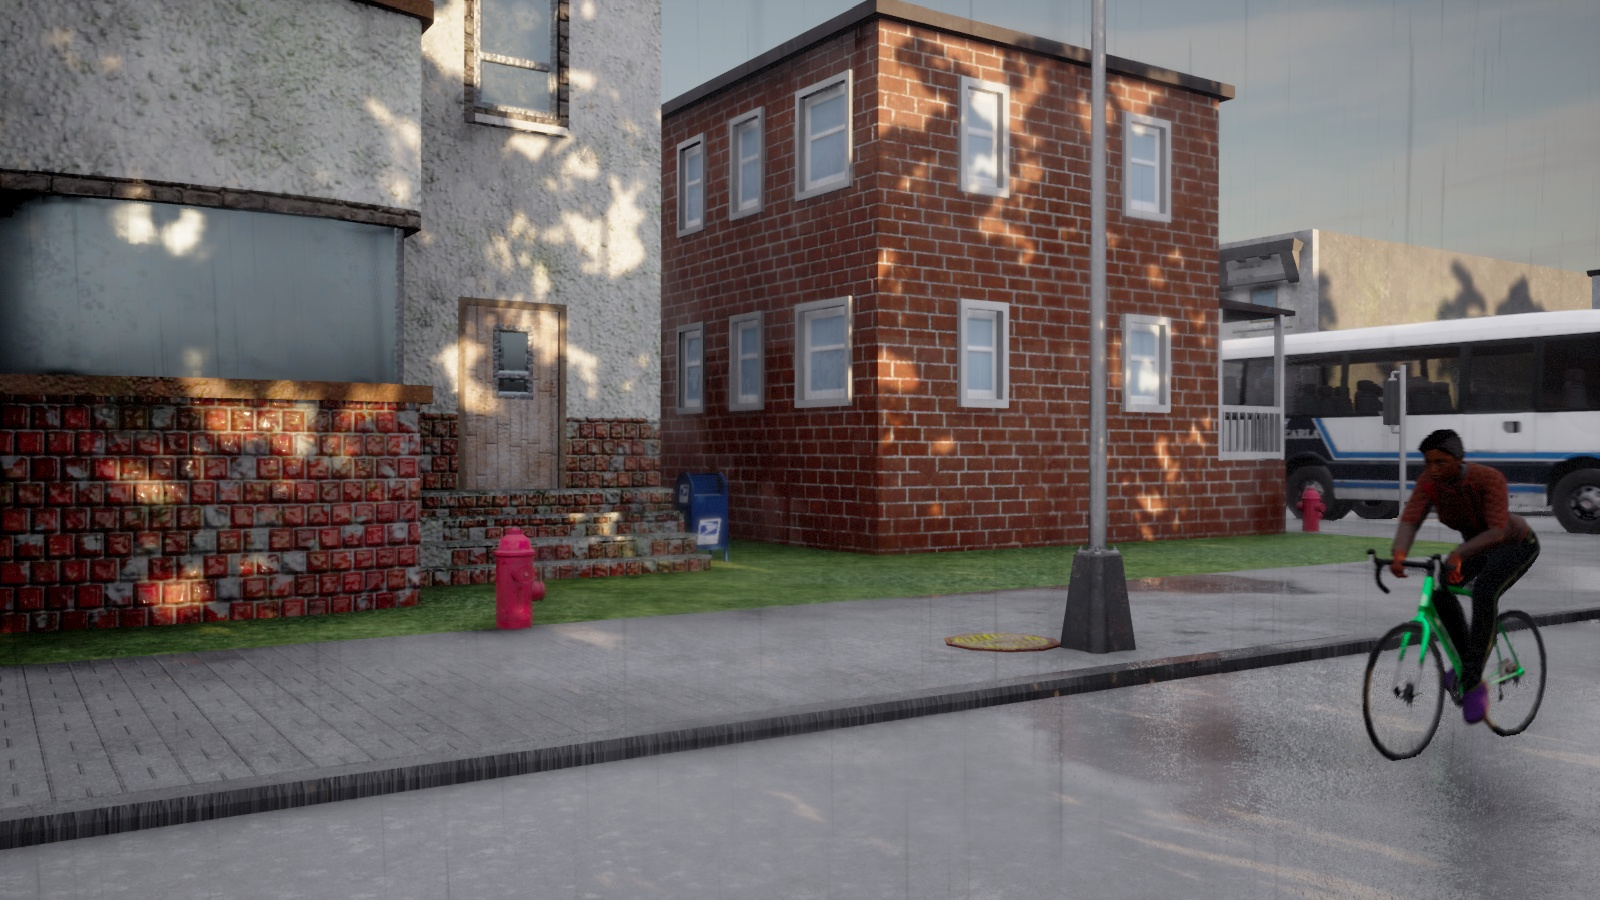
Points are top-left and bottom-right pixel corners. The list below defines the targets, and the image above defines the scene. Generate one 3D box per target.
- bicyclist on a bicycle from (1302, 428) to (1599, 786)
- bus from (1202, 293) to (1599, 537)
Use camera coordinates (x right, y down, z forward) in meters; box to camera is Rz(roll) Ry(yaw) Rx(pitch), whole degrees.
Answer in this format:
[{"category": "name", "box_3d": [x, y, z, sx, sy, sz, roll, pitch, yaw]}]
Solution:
[{"category": "bicyclist on a bicycle", "box_3d": [3.333, 0.706, 6.378, 1.656, 1.620, 0.582, 0, 0, -32]}, {"category": "bus", "box_3d": [13.750, -0.598, 25.756, 3.944, 4.253, 10.273, 0, 0, -33]}]
